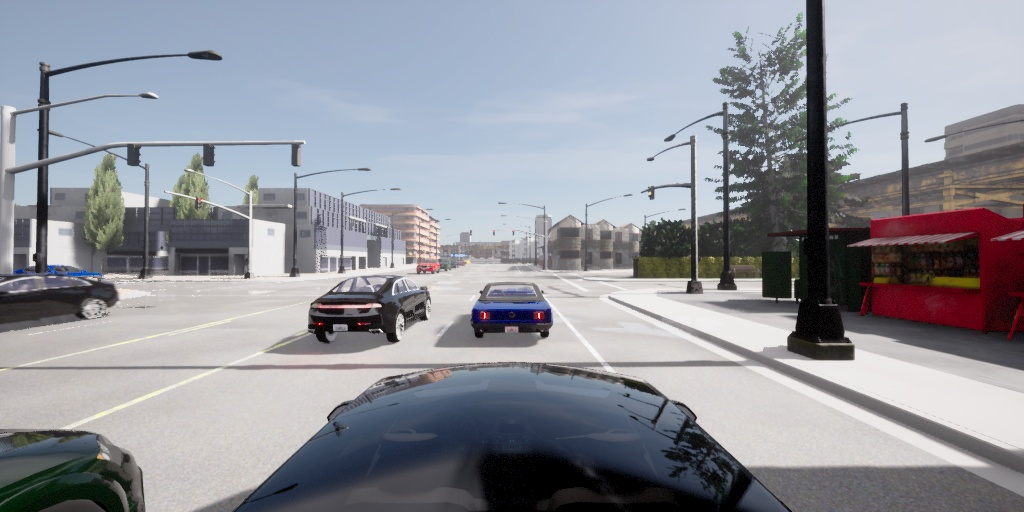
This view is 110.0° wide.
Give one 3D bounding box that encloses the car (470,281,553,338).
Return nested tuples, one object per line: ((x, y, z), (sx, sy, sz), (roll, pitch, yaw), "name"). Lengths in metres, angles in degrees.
((-0.011, 1.365, 10.219), (1.895, 1.301, 4.718), (0, 0, 0), "car")

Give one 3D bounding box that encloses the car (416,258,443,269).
((-11.055, 1.337, 47.637), (2.150, 2.045, 5.566), (0, 0, -1), "car")

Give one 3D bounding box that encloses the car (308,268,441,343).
((-3.511, 1.257, 9.741), (2.128, 1.511, 4.902), (0, 0, 0), "car")

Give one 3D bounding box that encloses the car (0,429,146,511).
((-3.373, 1.314, 0.572), (1.994, 1.385, 4.181), (0, 0, -1), "car")

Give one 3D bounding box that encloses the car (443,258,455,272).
((-11.149, 1.390, 57.686), (2.150, 2.045, 5.566), (0, 0, 0), "car")

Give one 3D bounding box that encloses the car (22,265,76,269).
((-29.748, 1.316, 23.437), (5.008, 1.535, 1.882), (0, -1, 0), "car")

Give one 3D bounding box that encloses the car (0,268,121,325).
((-14.071, 1.264, 9.912), (2.128, 1.511, 4.902), (0, 0, 1), "car")
